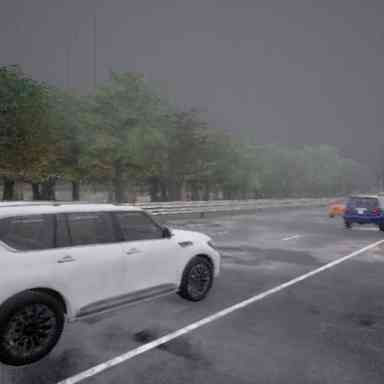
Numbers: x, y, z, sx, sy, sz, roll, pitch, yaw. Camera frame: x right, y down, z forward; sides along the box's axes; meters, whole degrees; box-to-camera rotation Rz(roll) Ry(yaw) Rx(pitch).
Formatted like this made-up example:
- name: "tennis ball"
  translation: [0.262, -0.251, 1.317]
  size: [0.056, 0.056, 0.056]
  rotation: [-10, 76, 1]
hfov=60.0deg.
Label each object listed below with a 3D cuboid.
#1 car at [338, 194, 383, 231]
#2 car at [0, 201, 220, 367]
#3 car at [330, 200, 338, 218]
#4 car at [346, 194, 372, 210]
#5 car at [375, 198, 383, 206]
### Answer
- name: "car"
  translation: [11.354, 1.245, 20.976]
  size: [2.150, 2.045, 5.566]
  rotation: [1, 0, 41]
- name: "car"
  translation: [-1.797, 1.178, 6.074]
  size: [2.150, 2.045, 5.566]
  rotation: [1, 0, 42]
- name: "car"
  translation: [13.710, 1.385, 28.995]
  size: [2.097, 1.767, 4.553]
  rotation: [1, 0, 40]
- name: "car"
  translation: [22.989, 1.324, 45.680]
  size: [2.150, 2.045, 5.566]
  rotation: [1, 0, 39]
- name: "car"
  translation: [35.528, 1.793, 61.829]
  size: [1.994, 1.385, 4.181]
  rotation: [1, 0, 37]
